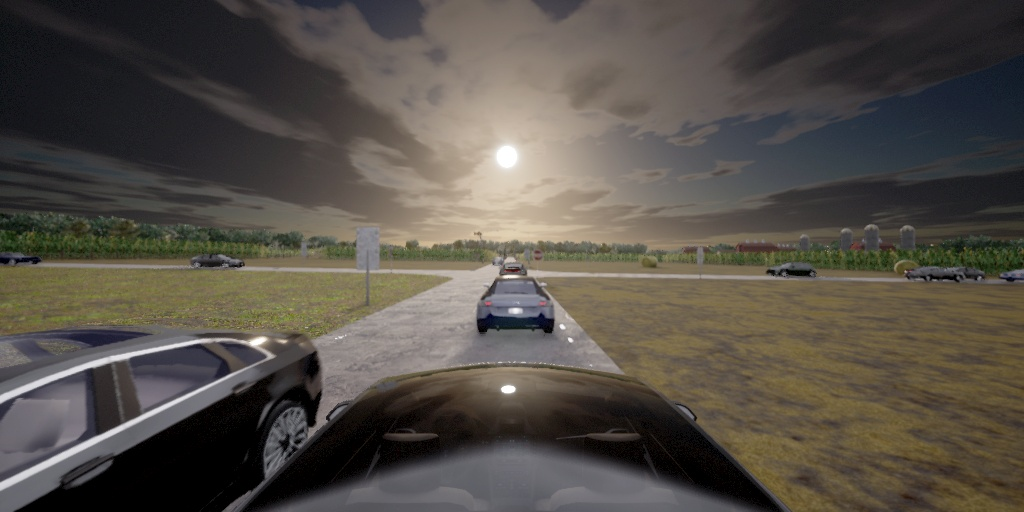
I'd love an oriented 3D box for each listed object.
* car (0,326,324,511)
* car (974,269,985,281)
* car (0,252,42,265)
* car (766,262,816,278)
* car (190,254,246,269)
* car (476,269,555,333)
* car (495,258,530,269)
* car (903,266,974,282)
[{"bbox_3d":[-2.851,1.241,1.715,2.128,1.511,4.902,0,0,0],"label":"car"},{"bbox_3d":[49.100,1.974,39.623,4.892,1.490,1.837,1,0,0],"label":"car"},{"bbox_3d":[-51.741,0.255,36.921,4.718,1.301,1.895,1,0,0],"label":"car"},{"bbox_3d":[30.832,1.462,39.723,4.553,1.767,2.097,1,0,0],"label":"car"},{"bbox_3d":[-30.124,0.562,36.815,4.892,1.490,1.837,1,0,0],"label":"car"},{"bbox_3d":[0.090,1.252,10.438,1.994,1.385,4.181,0,0,0],"label":"car"},{"bbox_3d":[0.121,1.122,24.222,1.837,1.490,4.892,0,0,1],"label":"car"},{"bbox_3d":[43.356,1.833,36.850,4.902,1.511,2.128,1,0,2],"label":"car"}]
